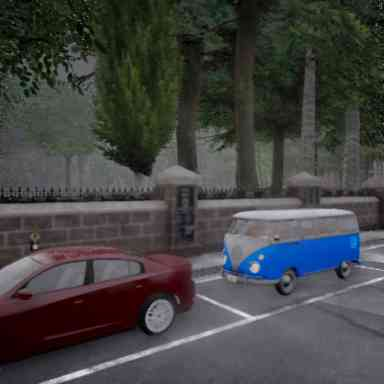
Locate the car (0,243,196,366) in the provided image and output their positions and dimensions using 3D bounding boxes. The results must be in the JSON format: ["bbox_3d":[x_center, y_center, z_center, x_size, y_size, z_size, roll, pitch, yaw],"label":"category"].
[{"bbox_3d":[-2.034,1.543,5.085,4.507,1.381,1.887,0,0,-36],"label":"car"}]

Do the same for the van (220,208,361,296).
[{"bbox_3d":[2.570,1.334,8.373,3.998,1.788,1.690,0,0,-36],"label":"van"}]
